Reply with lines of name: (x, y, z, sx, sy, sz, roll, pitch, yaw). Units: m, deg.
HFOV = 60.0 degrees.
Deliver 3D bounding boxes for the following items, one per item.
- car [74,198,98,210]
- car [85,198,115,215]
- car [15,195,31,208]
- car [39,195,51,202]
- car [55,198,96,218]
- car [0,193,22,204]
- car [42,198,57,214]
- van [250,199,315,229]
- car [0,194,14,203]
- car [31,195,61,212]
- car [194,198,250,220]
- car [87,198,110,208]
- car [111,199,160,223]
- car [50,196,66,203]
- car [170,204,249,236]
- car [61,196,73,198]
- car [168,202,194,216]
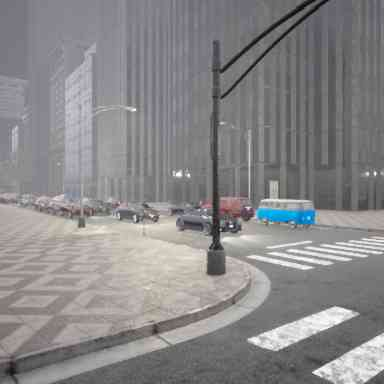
car: (-14.436, 1.547, 45.220, 1.812, 1.442, 4.674, 0, 0, -36)
car: (-9.831, 1.532, 33.587, 1.837, 1.490, 4.892, 0, 0, -36)
car: (-24.115, 1.562, 48.776, 2.008, 1.369, 4.403, 0, 0, -36)
car: (-33.967, 1.482, 76.727, 1.752, 1.417, 4.829, 0, 0, -35)
car: (-10.809, 1.572, 30.561, 1.887, 1.381, 4.507, 0, 0, -36)
car: (-34.095, 1.298, 62.438, 2.192, 1.841, 5.009, 0, 0, -36)
car: (-14.136, 1.606, 35.115, 1.802, 1.307, 4.206, 0, 0, -36)
van: (6.072, 1.379, 21.906, 1.690, 1.788, 3.998, 0, 0, -36)
car: (-37.422, 1.285, 66.992, 2.192, 1.841, 5.009, 0, 0, -36)
car: (-17.462, 1.461, 39.669, 1.967, 1.590, 4.097, 0, 0, -36)
car: (2.744, 1.352, 26.461, 2.192, 1.841, 5.009, 0, 0, -36)
car: (-13.891, 1.602, 49.233, 1.802, 1.307, 4.206, 0, 0, -36)
car: (-4.312, 1.537, 26.021, 1.837, 1.490, 4.892, 0, 0, -36)
car: (-27.298, 1.511, 67.589, 1.752, 1.417, 4.829, 0, 0, -36)
car: (0.872, 1.600, 18.924, 1.994, 1.385, 4.181, 0, 0, -36)
car: (-15.612, 1.547, 41.570, 1.812, 1.442, 4.674, 0, 0, -36)
car: (-0.583, 1.599, 31.016, 1.947, 1.339, 4.313, 0, 0, -36)
